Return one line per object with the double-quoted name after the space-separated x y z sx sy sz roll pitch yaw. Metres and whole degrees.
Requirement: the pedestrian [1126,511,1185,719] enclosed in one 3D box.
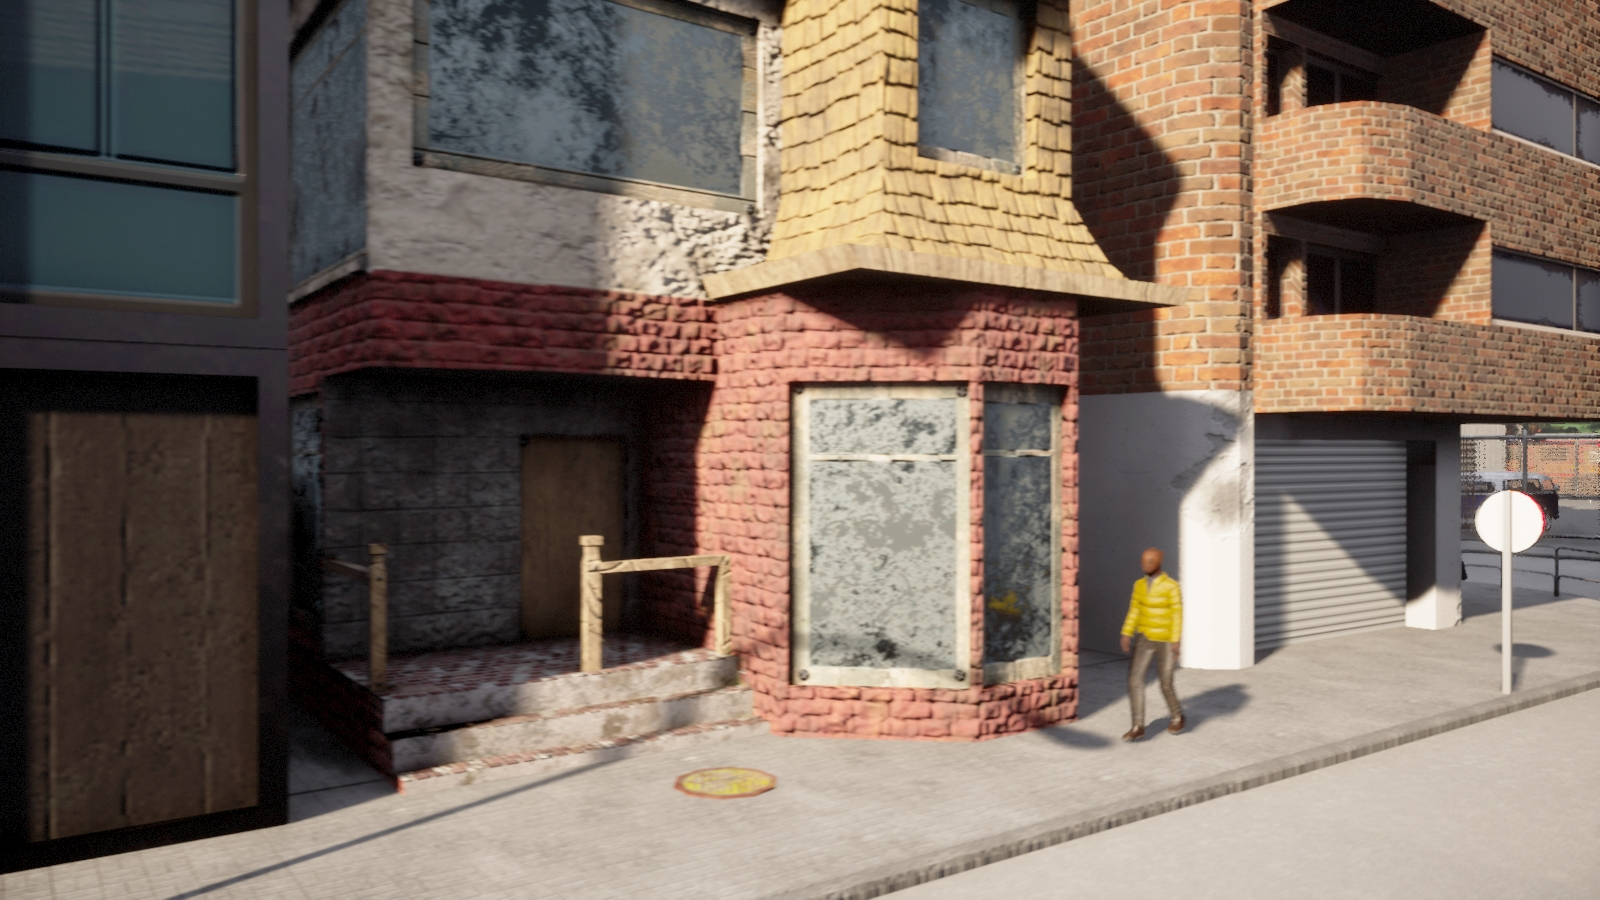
3.313 1.517 10.644 0.375 1.860 0.375 0 0 -38 "pedestrian"
